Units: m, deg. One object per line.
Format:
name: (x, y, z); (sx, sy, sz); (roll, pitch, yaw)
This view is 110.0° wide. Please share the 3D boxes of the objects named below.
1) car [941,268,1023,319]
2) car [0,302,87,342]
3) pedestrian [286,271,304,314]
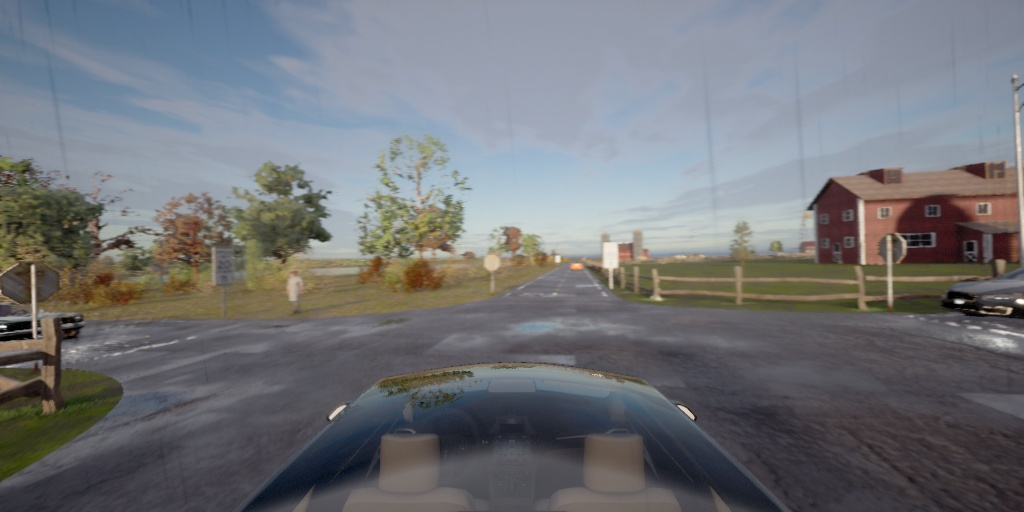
car: (13.566, 0.829, 8.444); (4.892, 1.490, 1.837); (-2, 0, 13)
car: (-15.657, 2.076, 10.775); (4.718, 1.301, 1.895); (-2, 0, 11)
pedestrian: (-9.404, 1.573, 15.630); (0.375, 1.860, 0.375); (-1, 0, 11)
